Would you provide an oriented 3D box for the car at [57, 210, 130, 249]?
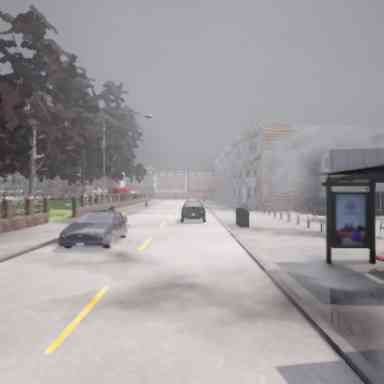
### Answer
[{"bbox_3d":[-4.069,1.528,14.796,2.033,1.411,5.357,0,0,0],"label":"car"}]

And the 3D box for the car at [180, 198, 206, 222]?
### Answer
[{"bbox_3d":[0.100,1.443,26.318,1.882,1.535,5.008,0,0,0],"label":"car"}]

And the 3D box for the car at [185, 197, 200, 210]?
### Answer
[{"bbox_3d":[0.070,1.468,43.320,1.812,1.442,4.674,0,0,0],"label":"car"}]
